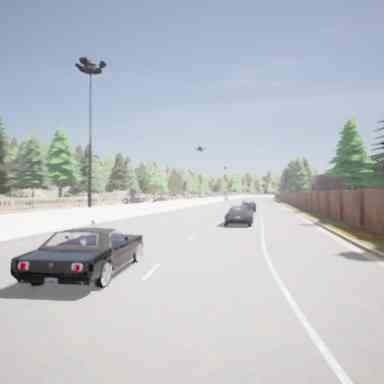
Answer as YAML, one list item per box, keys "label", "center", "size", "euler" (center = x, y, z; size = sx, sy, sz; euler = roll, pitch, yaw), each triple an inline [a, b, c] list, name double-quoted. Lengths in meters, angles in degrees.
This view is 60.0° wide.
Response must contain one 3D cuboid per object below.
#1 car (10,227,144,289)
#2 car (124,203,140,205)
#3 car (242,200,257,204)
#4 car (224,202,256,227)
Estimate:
- label: "car"
  center: [-2.758, 1.632, 9.322]
  size: [1.895, 1.301, 4.718]
  euler: [0, 0, 6]
- label: "car"
  center: [-7.380, 1.729, 41.893]
  size: [1.994, 1.385, 4.181]
  euler: [0, 0, 12]
- label: "car"
  center: [7.042, 1.734, 41.645]
  size: [2.128, 1.511, 4.902]
  euler: [0, 0, 12]
- label: "car"
  center: [3.517, 1.704, 24.573]
  size: [1.994, 1.385, 4.181]
  euler: [0, 0, 11]
